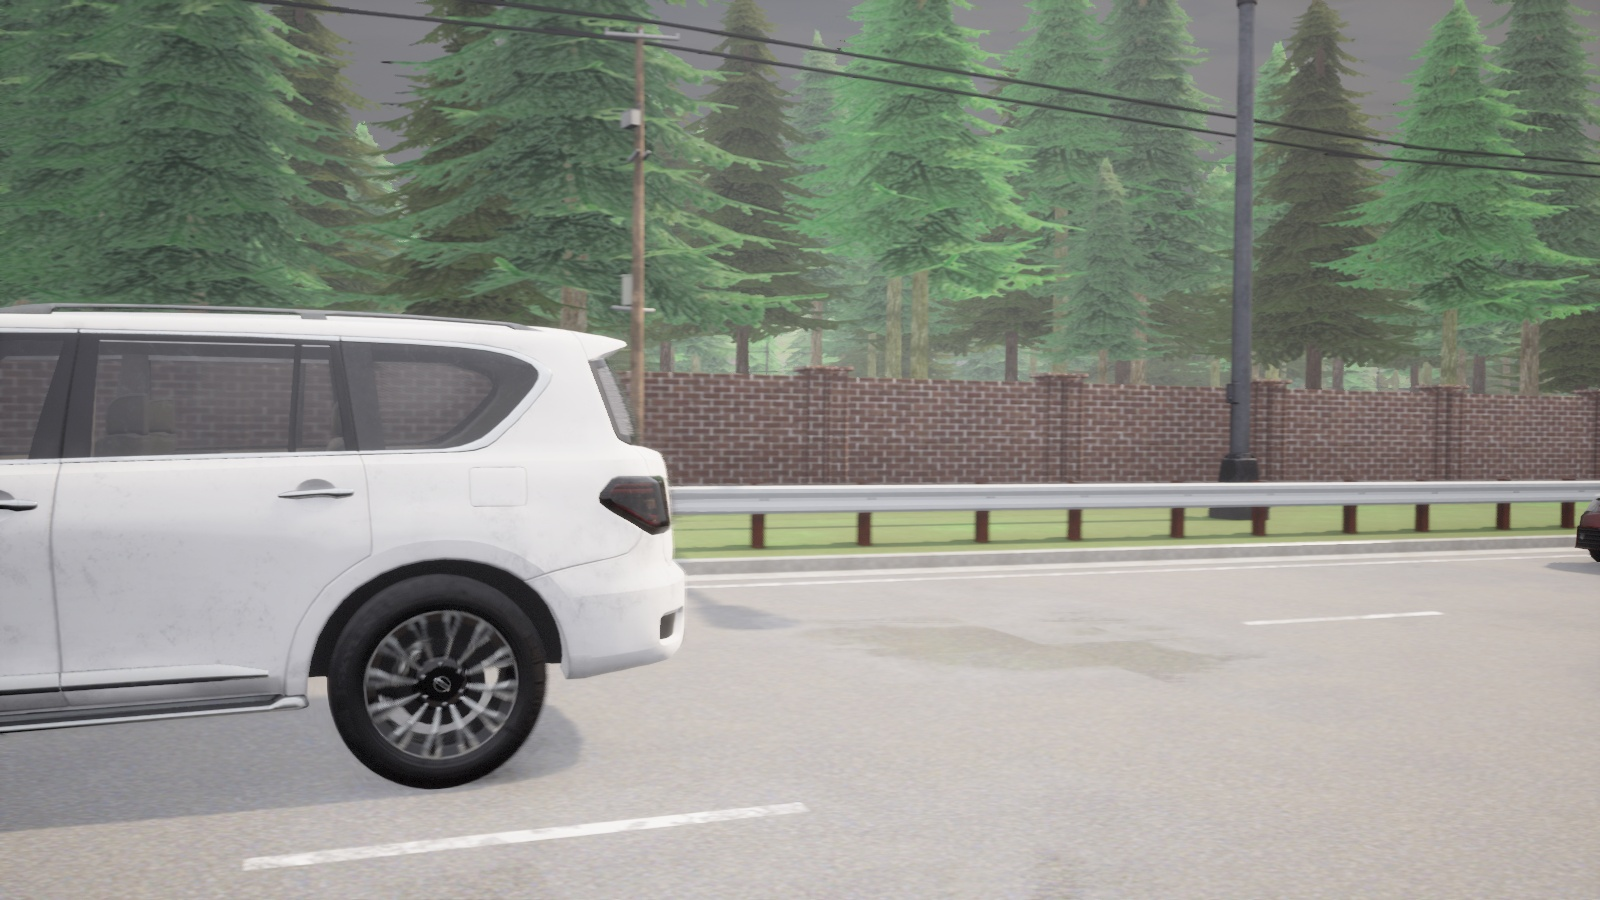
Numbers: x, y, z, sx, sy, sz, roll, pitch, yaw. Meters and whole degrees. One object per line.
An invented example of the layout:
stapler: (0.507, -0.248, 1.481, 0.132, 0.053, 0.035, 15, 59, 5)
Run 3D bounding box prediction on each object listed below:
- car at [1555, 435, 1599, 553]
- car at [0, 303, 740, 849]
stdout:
car: (11.503, 0.492, 15.095, 4.181, 1.385, 1.994, -1, 1, -21)
car: (-3.268, 0.459, 5.739, 5.566, 2.045, 2.150, -1, 1, -21)
